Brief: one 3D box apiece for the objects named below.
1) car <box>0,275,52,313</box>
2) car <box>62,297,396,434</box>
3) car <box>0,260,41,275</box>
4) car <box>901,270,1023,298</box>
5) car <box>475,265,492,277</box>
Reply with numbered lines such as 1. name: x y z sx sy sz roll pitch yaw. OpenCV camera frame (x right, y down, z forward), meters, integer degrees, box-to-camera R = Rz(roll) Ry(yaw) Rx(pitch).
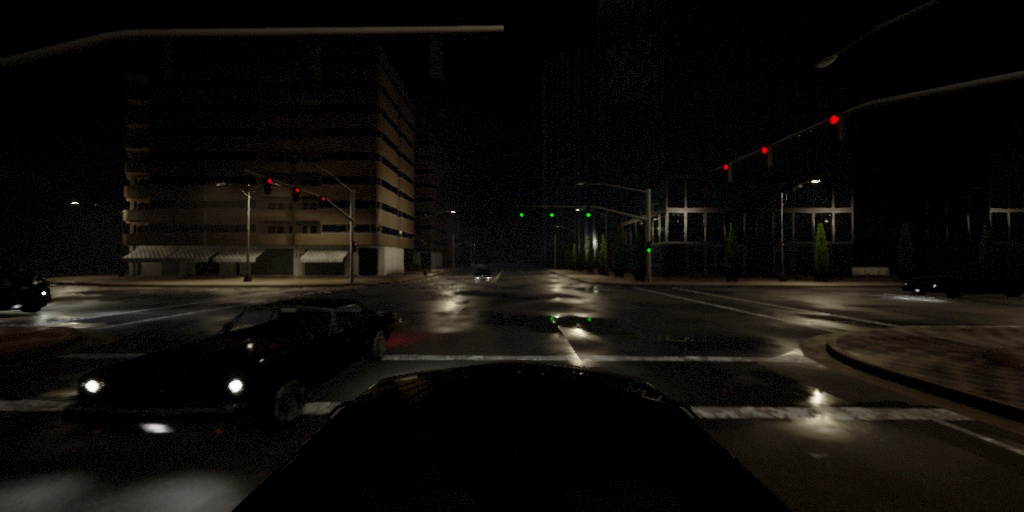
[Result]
1. car: -19.186 1.426 12.395 4.718 1.301 1.895 0 -1 2
2. car: -3.499 1.404 5.741 1.895 1.301 4.718 0 0 0
3. car: -24.424 1.092 16.115 5.566 2.045 2.150 0 -1 4
4. car: 24.429 1.459 19.247 5.357 1.411 2.033 0 -1 0
5. car: -3.508 1.853 44.603 2.033 1.411 5.357 0 0 0
